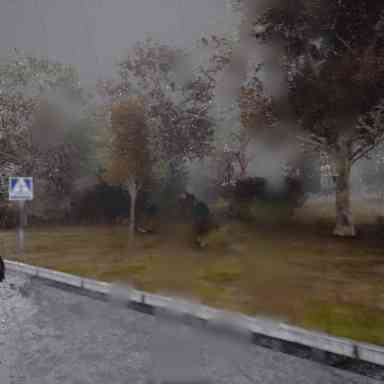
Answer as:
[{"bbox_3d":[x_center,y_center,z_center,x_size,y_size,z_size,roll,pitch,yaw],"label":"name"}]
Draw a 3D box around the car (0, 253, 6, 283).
[{"bbox_3d":[-6.524,1.611,8.331,4.181,1.385,1.994,0,0,36],"label":"car"}]
